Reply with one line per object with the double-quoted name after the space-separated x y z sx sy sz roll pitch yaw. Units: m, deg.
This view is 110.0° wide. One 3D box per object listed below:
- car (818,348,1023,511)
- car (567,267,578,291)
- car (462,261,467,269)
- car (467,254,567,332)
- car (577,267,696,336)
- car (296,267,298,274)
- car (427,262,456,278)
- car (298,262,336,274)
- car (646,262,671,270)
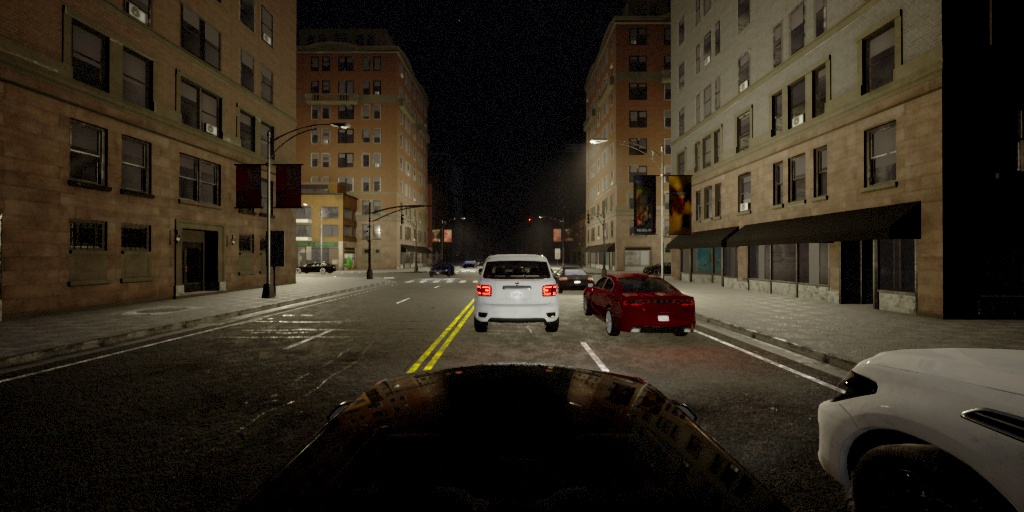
3.347 0.972 0.237 2.150 2.045 5.566 0 0 0 "car"
3.376 1.313 20.485 1.994 1.385 4.181 0 0 0 "car"
-6.518 1.343 55.436 1.895 1.301 4.718 0 0 0 "car"
0.116 0.971 10.963 2.150 2.045 5.566 0 0 0 "car"
3.362 1.228 10.397 1.882 1.535 5.008 0 0 0 "car"
-22.123 1.169 32.258 4.097 1.591 1.967 0 0 0 "car"
-6.560 1.268 34.081 1.812 1.442 4.674 0 0 0 "car"
-22.070 1.326 40.283 4.313 1.339 1.948 0 0 0 "car"
16.085 1.351 37.847 4.181 1.385 1.994 0 0 0 "car"
